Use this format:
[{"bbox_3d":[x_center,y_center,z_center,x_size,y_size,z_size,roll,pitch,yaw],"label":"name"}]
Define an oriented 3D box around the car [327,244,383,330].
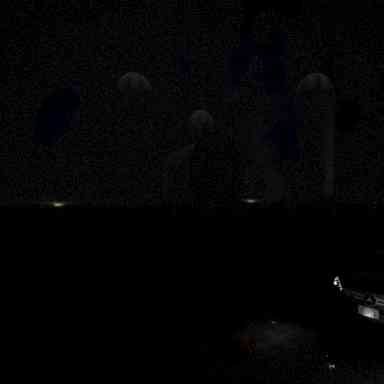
[{"bbox_3d":[4.502,1.500,6.188,4.674,1.442,1.812,0,1,-35],"label":"car"}]
